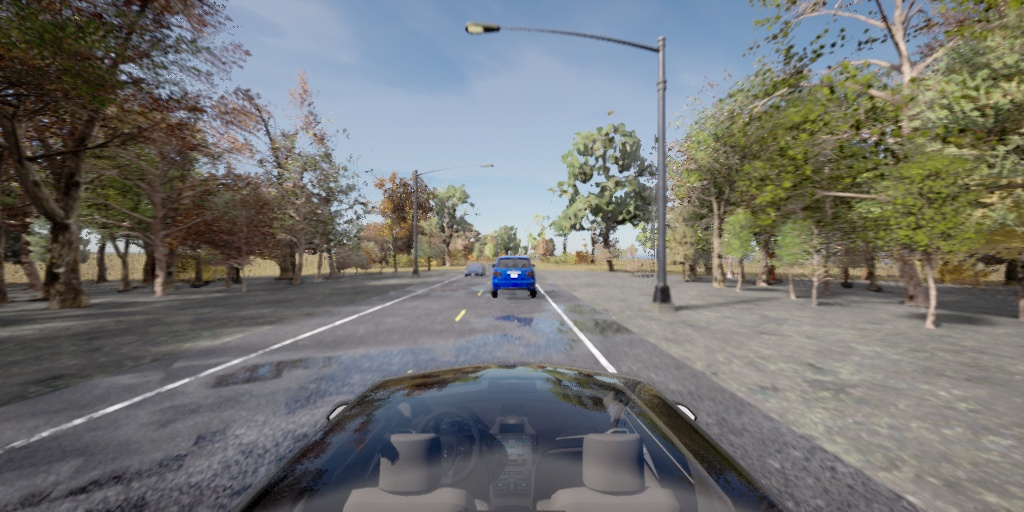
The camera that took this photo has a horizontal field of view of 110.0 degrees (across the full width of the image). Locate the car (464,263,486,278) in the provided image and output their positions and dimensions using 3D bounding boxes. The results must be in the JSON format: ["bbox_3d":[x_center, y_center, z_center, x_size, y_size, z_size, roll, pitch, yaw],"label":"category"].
[{"bbox_3d":[-3.591,1.383,35.810,2.033,1.411,5.357,0,0,0],"label":"car"}]

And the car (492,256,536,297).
[{"bbox_3d":[0.097,1.017,19.427,2.150,2.045,5.566,0,0,0],"label":"car"}]
